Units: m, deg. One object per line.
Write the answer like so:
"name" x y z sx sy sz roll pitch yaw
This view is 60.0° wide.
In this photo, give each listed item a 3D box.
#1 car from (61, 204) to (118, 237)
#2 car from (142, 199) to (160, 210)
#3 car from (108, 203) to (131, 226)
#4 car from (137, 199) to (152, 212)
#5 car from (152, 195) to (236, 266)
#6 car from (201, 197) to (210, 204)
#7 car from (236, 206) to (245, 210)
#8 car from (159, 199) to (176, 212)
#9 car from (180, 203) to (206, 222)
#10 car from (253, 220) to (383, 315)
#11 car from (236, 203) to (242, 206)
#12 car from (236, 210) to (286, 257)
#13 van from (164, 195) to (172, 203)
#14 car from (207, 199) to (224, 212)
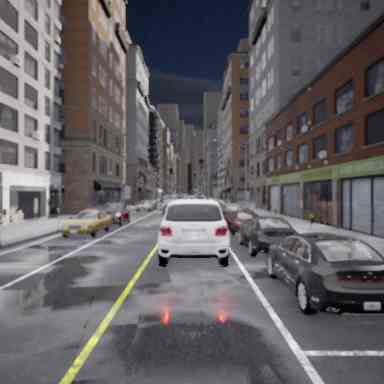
"car" -5.665 1.587 18.337 1.752 1.417 4.829 0 0 0
"car" -5.657 1.709 46.134 2.008 1.369 4.403 0 0 0
"car" -5.663 1.520 24.032 1.967 1.590 4.097 0 0 0
"car" -5.658 1.662 40.439 1.752 1.417 4.829 0 0 0
"car" 0.068 1.263 11.865 2.150 2.045 5.566 0 0 0
"car" 2.876 1.805 72.905 1.887 1.381 4.507 0 0 0
"car" 2.861 1.643 18.503 1.802 1.307 4.206 0 0 0
"car" -3.064 1.668 42.185 1.812 1.442 4.674 0 0 0
"car" 0.079 1.657 28.219 1.994 1.385 4.181 0 0 0
"car" 2.858 1.576 7.452 2.008 1.369 4.403 0 0 0
"car" 2.862 1.519 24.029 1.967 1.590 4.097 0 0 0
"car" 2.859 1.594 12.978 2.008 1.369 4.403 0 0 0
"van" -5.648 1.625 78.410 1.690 1.788 3.998 0 0 0
"car" 2.867 1.663 40.776 1.752 1.417 4.829 0 0 0
